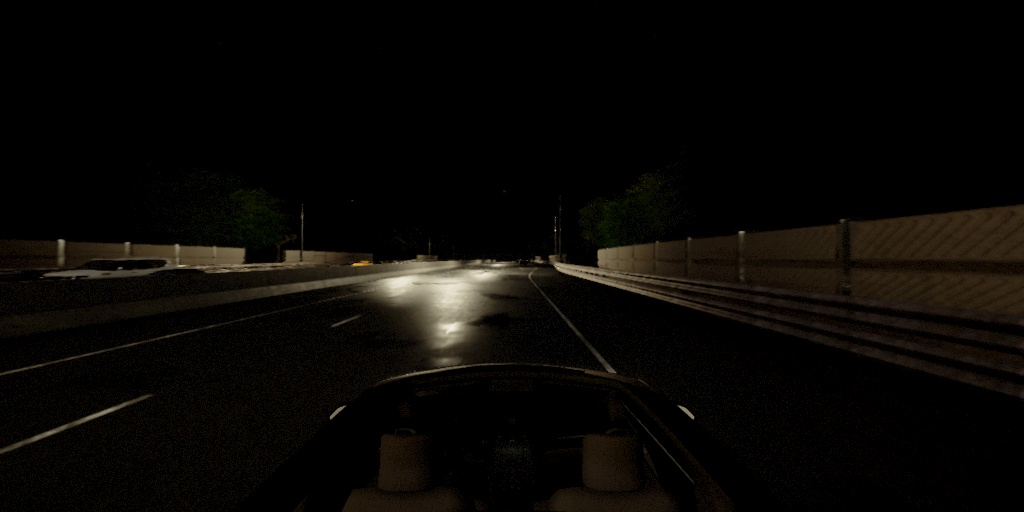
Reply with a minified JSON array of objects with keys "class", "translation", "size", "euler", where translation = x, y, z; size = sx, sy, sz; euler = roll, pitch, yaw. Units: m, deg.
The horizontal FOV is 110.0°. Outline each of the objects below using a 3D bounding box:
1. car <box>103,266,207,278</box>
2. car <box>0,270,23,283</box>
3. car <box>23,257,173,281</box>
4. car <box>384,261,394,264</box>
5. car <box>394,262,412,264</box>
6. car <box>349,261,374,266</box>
[{"class":"car","translation":[-17.590,1.384,18.640],"size":[1.812,1.442,4.674],"euler":[0,0,0]},{"class":"car","translation":[-24.591,1.405,18.505],"size":[2.033,1.411,5.357],"euler":[0,0,0]},{"class":"car","translation":[-21.090,1.083,19.139],"size":[2.150,2.045,5.566],"euler":[0,0,0]},{"class":"car","translation":[-21.009,1.617,60.826],"size":[1.837,1.490,4.892],"euler":[0,0,0]},{"class":"car","translation":[-17.513,1.649,59.718],"size":[1.812,1.442,4.674],"euler":[0,0,0]},{"class":"car","translation":[-24.509,1.599,59.459],"size":[1.882,1.535,5.008],"euler":[0,0,0]}]
